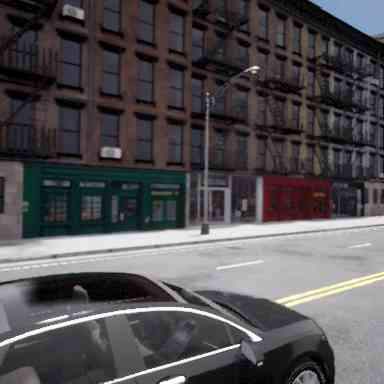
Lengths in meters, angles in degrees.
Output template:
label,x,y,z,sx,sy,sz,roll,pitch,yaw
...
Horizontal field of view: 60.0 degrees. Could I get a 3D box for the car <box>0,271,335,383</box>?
label,x,y,z,sx,sy,sz,roll,pitch,yaw
car,-0.692,1.516,2.947,4.892,1.490,1.837,1,-1,-36
